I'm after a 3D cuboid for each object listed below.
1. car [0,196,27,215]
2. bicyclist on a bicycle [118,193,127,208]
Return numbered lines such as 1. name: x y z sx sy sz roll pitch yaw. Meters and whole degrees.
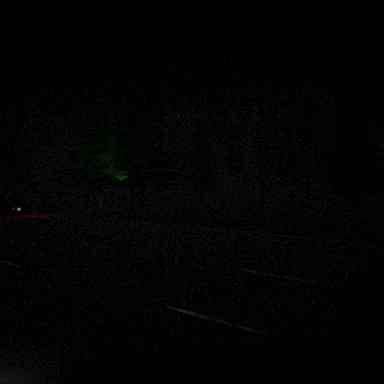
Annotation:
1. car: -15.817 1.083 28.020 4.892 1.490 1.837 1 1 35
2. bicyclist on a bicycle: -7.497 0.895 36.033 0.582 1.620 1.656 3 3 23
